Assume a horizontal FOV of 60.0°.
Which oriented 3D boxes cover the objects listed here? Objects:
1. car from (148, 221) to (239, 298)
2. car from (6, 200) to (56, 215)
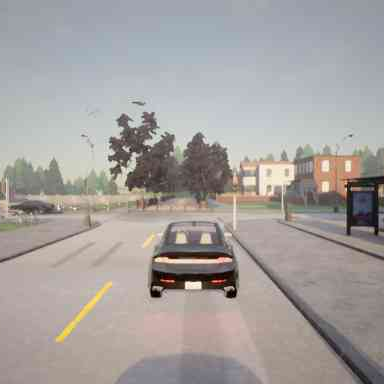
[{"bbox_3d":[0.049,1.491,8.484,2.128,1.511,4.902,0,0,1],"label":"car"},{"bbox_3d":[-16.179,1.522,33.479,4.674,1.442,1.812,0,0,0],"label":"car"}]
